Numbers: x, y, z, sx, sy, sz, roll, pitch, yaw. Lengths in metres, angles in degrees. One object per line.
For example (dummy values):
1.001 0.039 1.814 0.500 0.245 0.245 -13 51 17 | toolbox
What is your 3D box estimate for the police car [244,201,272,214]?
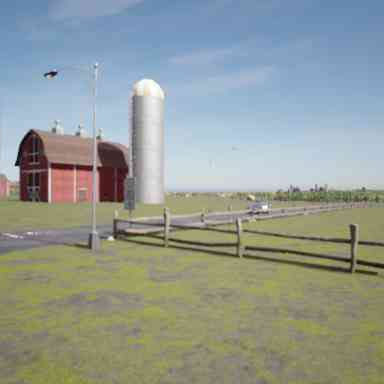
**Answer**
8.284 1.968 41.752 2.038 1.542 4.974 0 -1 35 | police car
